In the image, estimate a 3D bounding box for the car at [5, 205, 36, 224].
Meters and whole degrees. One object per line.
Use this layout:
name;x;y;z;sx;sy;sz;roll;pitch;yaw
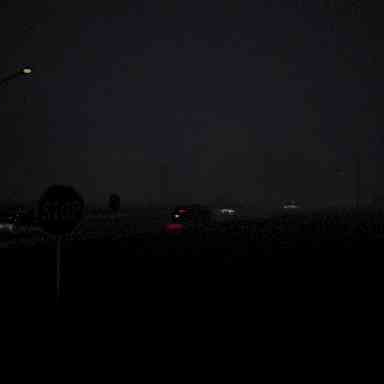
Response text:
car;-11.737;1.660;25.204;1.994;1.385;4.181;1;1;36

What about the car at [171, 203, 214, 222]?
car;0.164;1.783;29.742;1.837;1.490;4.892;1;0;36

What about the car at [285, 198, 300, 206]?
car;21.562;2.059;71.413;2.097;1.767;4.553;1;0;36

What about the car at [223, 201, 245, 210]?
car;6.329;2.008;50.278;1.994;1.385;4.181;1;1;36
